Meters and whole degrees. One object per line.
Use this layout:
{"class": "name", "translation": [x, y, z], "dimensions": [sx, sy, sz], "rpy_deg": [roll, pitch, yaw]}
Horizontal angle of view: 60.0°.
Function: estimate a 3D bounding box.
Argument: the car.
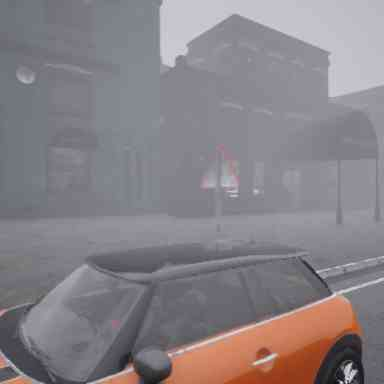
{"class": "car", "translation": [-0.452, 1.344, 3.049], "dimensions": [4.553, 1.767, 2.097], "rpy_deg": [0, 0, -35]}
